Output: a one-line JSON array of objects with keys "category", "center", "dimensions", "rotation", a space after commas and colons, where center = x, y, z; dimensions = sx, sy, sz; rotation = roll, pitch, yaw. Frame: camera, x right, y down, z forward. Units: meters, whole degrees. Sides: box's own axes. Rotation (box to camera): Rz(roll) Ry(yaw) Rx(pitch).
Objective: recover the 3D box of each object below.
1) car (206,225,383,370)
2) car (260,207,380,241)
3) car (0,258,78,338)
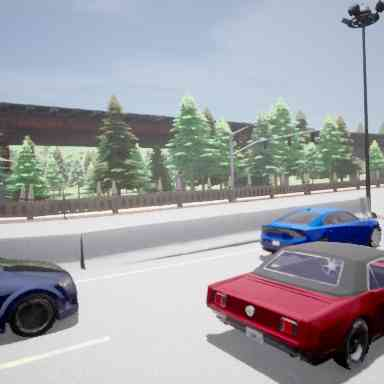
[{"category": "car", "center": [2.621, 1.534, 5.639], "dimensions": [4.718, 1.301, 1.895], "rotation": [-2, 1, -36]}, {"category": "car", "center": [4.488, 1.248, 11.293], "dimensions": [5.008, 1.535, 1.882], "rotation": [-3, 2, -36]}, {"category": "car", "center": [-4.010, 1.564, 5.196], "dimensions": [4.181, 1.385, 1.994], "rotation": [0, 0, -36]}]
